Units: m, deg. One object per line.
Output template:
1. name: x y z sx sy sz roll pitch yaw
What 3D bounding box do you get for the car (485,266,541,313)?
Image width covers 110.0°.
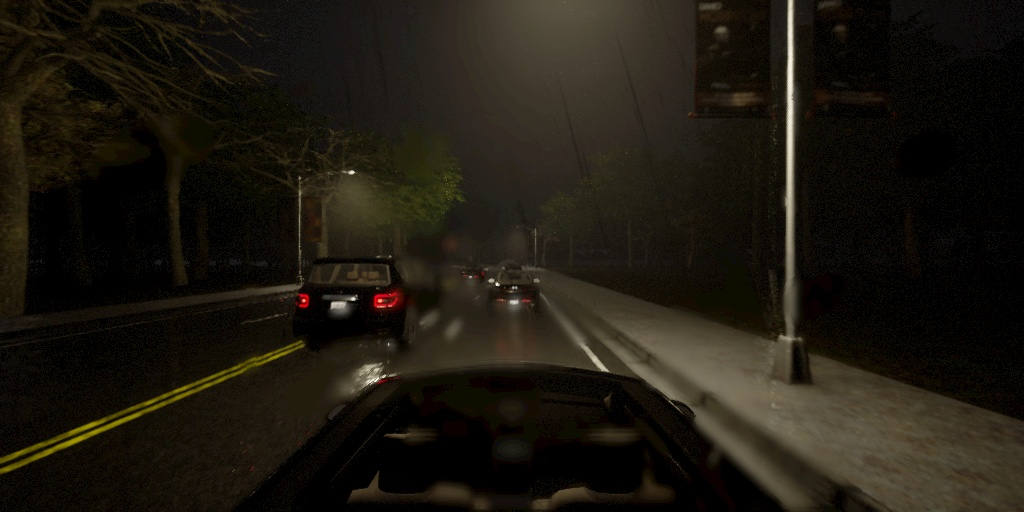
1. car: 0.107 1.330 14.394 1.837 1.490 4.892 0 0 0

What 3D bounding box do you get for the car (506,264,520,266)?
1. car: 0.117 1.471 34.518 1.837 1.490 4.892 0 0 0

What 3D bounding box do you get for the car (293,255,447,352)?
1. car: -3.146 1.014 9.207 2.150 2.045 5.566 0 0 0

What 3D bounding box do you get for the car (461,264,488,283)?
1. car: -3.135 1.440 30.294 1.837 1.490 4.892 0 0 0
